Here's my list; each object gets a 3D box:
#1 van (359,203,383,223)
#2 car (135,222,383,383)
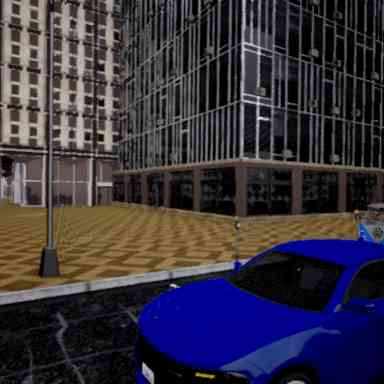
[{"bbox_3d":[7.159,1.222,10.842,3.998,1.788,1.690,0,2,-31],"label":"van"},{"bbox_3d":[1.731,1.418,4.392,5.008,1.535,1.882,0,1,-31],"label":"car"}]
